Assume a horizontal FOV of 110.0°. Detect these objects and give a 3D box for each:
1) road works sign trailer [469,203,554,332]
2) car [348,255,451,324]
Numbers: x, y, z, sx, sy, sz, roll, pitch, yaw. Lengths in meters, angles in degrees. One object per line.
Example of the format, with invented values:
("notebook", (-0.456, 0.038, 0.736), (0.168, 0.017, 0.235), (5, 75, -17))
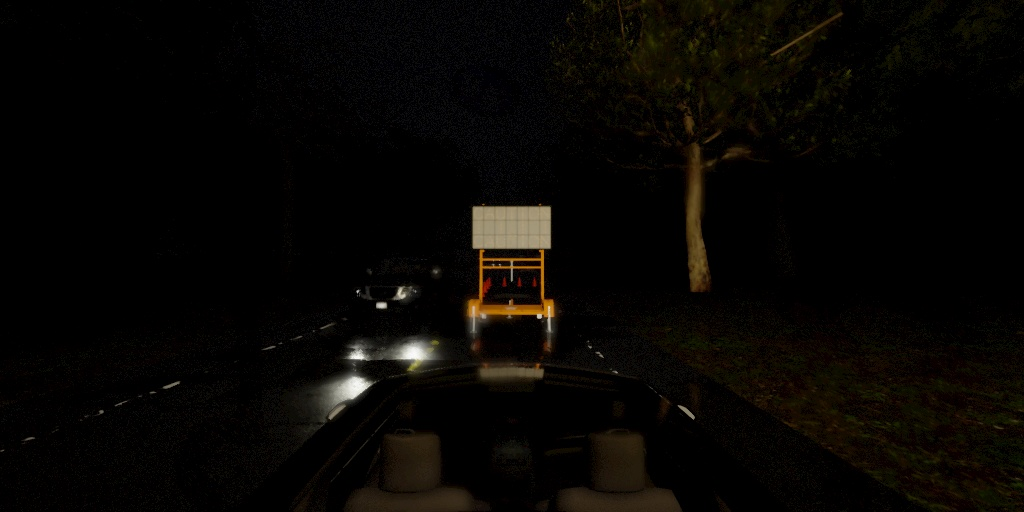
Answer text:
("road works sign trailer", (-0.007, 0.217, 10.804), (2.380, 3.560, 2.880), (0, 0, 0))
("car", (-3.519, 0.974, 12.389), (2.150, 2.045, 5.566), (0, 0, 0))
